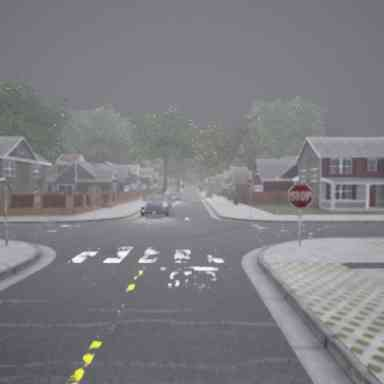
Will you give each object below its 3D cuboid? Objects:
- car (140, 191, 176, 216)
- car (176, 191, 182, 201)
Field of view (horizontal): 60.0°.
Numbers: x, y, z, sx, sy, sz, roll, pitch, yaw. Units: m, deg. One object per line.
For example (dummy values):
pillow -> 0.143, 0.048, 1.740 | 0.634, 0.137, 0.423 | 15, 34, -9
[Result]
car -> -2.677, 0.871, 26.088 | 2.097, 1.767, 4.553 | 0, 0, 1
car -> -2.590, 0.640, 50.745 | 2.128, 1.511, 4.902 | 0, 1, 0
